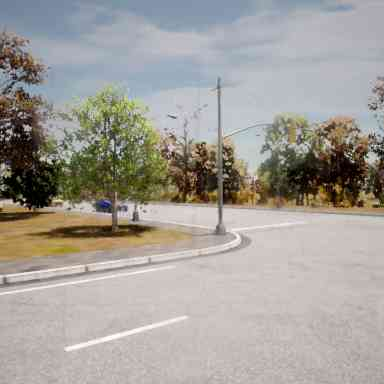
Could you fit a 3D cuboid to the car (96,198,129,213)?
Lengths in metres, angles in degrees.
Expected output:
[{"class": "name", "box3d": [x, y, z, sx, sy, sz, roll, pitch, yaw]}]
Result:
[{"class": "car", "box3d": [-8.425, 1.366, 34.882, 1.882, 1.535, 5.008, -1, 0, -39]}]

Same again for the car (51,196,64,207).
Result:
[{"class": "car", "box3d": [-21.229, 1.471, 50.921, 1.882, 1.535, 5.008, -1, 0, -39]}]

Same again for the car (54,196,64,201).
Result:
[{"class": "car", "box3d": [-35.470, 1.717, 88.618, 1.895, 1.301, 4.718, -1, 0, -28]}]
